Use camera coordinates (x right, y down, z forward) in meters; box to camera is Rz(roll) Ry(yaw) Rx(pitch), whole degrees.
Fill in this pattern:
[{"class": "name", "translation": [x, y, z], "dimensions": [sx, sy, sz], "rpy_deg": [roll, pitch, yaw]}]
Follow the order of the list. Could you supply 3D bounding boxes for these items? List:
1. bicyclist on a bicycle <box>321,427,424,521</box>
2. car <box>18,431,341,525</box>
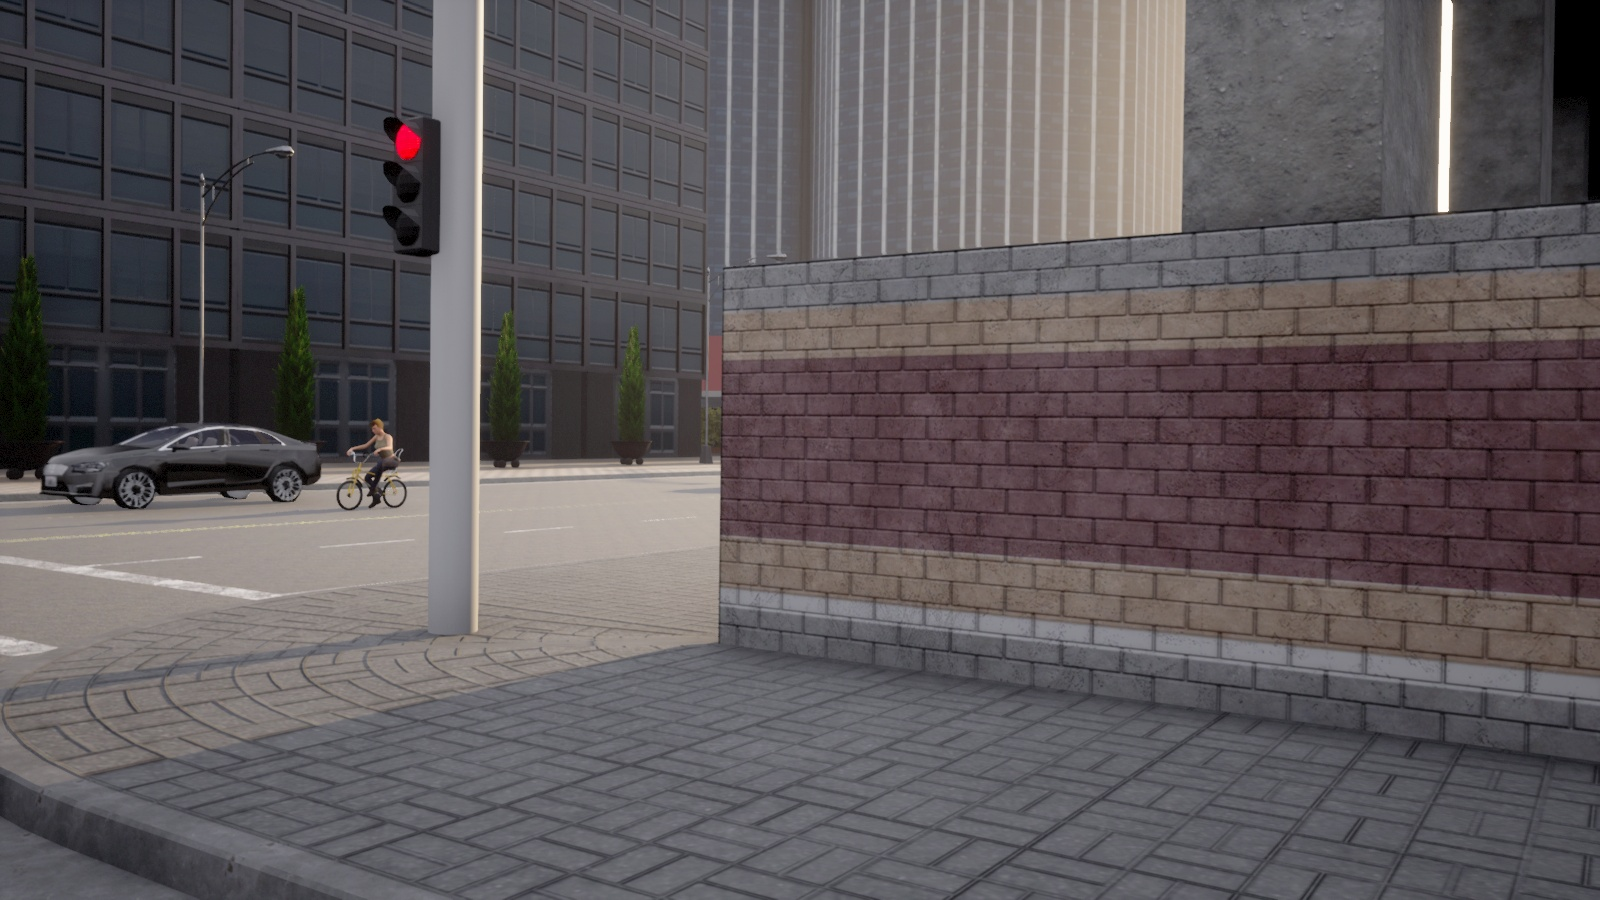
[{"class": "bicyclist on a bicycle", "translation": [-7.596, 0.397, 22.359], "dimensions": [0.866, 1.612, 1.509], "rpy_deg": [0, 1, 34]}, {"class": "car", "translation": [-11.265, 0.420, 23.178], "dimensions": [2.128, 1.511, 4.902], "rpy_deg": [0, 1, 34]}]
